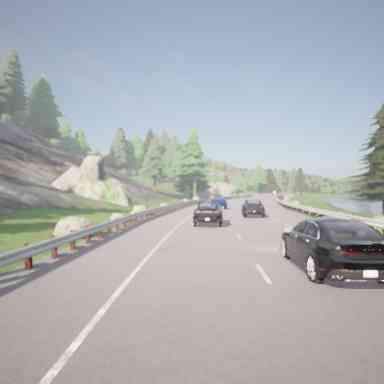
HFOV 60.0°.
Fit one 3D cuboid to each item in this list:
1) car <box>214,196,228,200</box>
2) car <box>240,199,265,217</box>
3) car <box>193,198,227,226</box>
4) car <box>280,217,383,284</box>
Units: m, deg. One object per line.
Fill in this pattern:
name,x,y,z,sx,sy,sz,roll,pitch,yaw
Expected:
car,3.422,1.293,41.621,1.882,1.535,5.008,0,0,9
car,5.332,1.366,29.388,2.128,1.511,4.902,0,0,6
car,1.118,1.392,22.163,2.128,1.511,4.902,0,0,5
car,3.849,1.467,9.433,1.837,1.490,4.892,0,0,2
